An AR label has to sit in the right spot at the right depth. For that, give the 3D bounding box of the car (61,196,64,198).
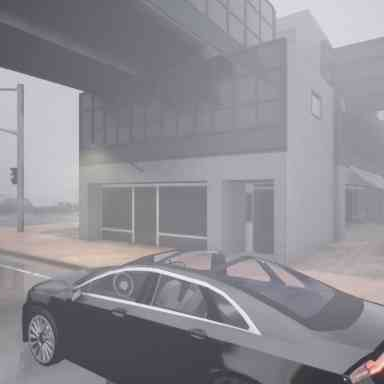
[{"bbox_3d":[-12.565,1.478,39.660,1.882,1.535,5.008,0,0,37],"label":"car"}]

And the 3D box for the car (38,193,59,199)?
[{"bbox_3d":[-30.588,1.153,69.404,4.605,1.855,1.932,0,0,35],"label":"car"}]

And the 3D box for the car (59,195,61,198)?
[{"bbox_3d":[-28.861,1.364,71.730,3.905,1.438,1.784,0,0,35],"label":"car"}]

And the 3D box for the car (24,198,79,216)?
[{"bbox_3d":[-13.405,1.601,32.655,1.895,1.301,4.718,0,0,36],"label":"car"}]

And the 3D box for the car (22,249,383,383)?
[{"bbox_3d":[-0.217,1.492,4.148,4.902,1.511,2.128,0,0,35],"label":"car"}]

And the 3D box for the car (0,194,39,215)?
[{"bbox_3d":[-17.903,1.352,32.429,2.097,1.767,4.553,0,0,36],"label":"car"}]
